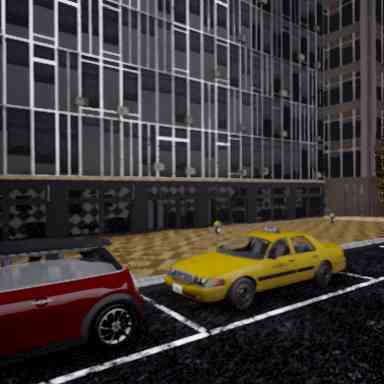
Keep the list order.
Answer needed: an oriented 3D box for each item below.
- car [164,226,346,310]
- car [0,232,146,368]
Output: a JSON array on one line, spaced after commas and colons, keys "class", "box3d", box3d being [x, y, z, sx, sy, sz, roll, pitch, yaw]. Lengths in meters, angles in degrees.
[{"class": "car", "box3d": [1.687, 1.523, 7.771, 4.829, 1.417, 1.752, 0, -1, -35]}, {"class": "car", "box3d": [-2.803, 1.440, 4.571, 4.097, 1.590, 1.967, 0, -1, -35]}]
